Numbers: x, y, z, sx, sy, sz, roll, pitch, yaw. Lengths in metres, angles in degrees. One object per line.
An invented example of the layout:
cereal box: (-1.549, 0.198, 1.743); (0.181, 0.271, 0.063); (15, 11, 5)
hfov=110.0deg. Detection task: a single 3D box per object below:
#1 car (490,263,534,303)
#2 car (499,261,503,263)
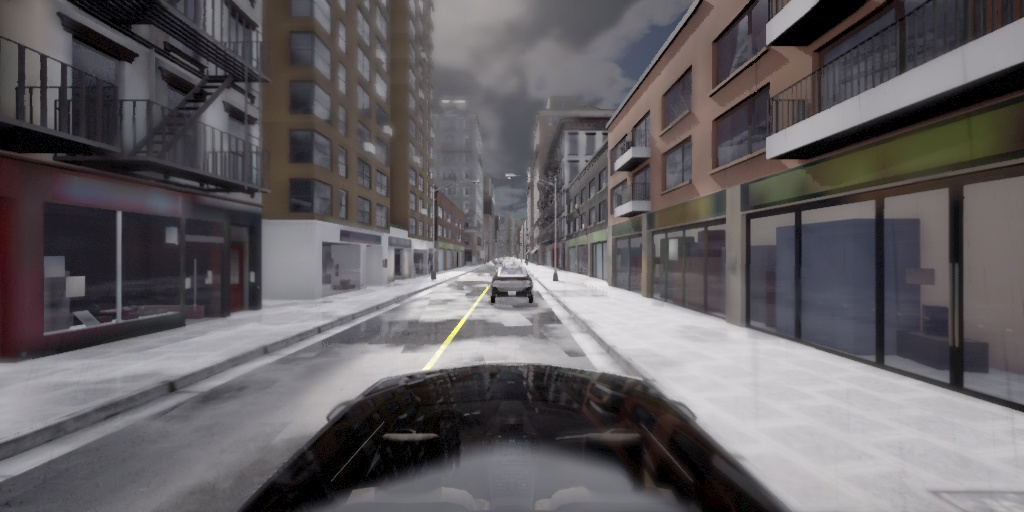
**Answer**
car: (0.000, 1.237, 16.500); (2.128, 1.511, 4.902); (0, 0, 0)
car: (0.000, 1.348, 31.530); (1.895, 1.301, 4.718); (0, 0, 0)
